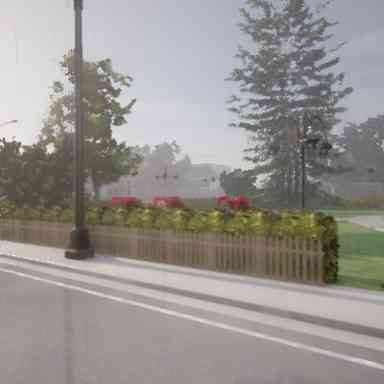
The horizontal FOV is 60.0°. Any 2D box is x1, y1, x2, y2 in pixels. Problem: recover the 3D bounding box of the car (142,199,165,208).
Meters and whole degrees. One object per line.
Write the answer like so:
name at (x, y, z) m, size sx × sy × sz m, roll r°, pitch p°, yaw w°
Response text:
car at (-6.555, 1.878, 55.570) m, size 1.882 × 1.535 × 5.008 m, roll -1°, pitch -1°, yaw 36°
